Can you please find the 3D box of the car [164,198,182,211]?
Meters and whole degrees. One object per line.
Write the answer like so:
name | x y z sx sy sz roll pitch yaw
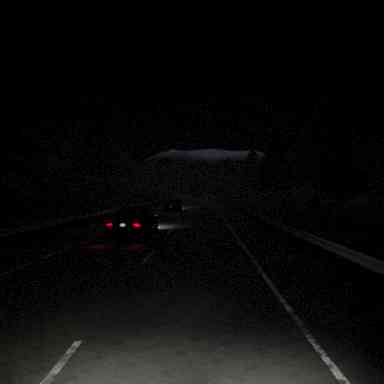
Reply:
car | -2.164 1.371 37.948 2.128 1.511 4.902 0 0 2

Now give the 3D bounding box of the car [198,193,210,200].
car | 3.334 1.097 82.579 2.097 1.767 4.553 0 0 -1

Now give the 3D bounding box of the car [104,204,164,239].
car | -2.928 1.491 17.004 2.033 1.411 5.357 0 0 2
